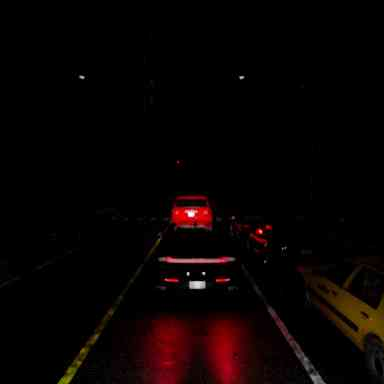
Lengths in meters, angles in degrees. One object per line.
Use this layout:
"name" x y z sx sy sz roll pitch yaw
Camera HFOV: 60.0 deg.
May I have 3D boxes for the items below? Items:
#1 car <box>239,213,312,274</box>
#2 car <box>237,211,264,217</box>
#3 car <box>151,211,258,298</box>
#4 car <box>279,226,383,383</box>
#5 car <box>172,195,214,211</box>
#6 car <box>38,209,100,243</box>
"car" 2.855 1.547 10.325 1.947 1.339 4.313 -1 0 0
"car" 2.849 1.552 15.910 1.802 1.307 4.206 -1 0 0
"car" 0.090 1.476 8.494 2.128 1.511 4.902 0 0 0
"car" 2.861 1.516 4.908 1.752 1.417 4.829 -1 0 0
"car" 0.047 1.186 18.842 2.150 2.045 5.566 0 0 2
"car" -5.696 1.515 15.898 1.887 1.381 4.507 -1 0 0
